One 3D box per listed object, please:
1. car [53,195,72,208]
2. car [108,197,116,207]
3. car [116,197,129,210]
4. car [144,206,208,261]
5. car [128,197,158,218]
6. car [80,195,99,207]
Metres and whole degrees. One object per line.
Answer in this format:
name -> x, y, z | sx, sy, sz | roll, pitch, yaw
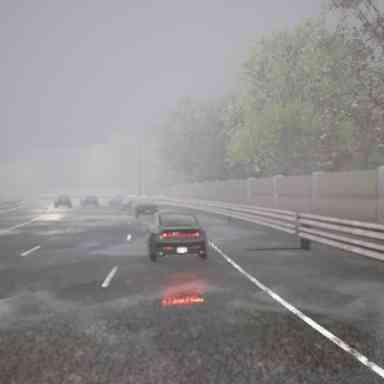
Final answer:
car -> -18.032, 1.213, 46.255 | 2.097, 1.767, 4.553 | 0, 0, -26
car -> -10.369, 1.375, 46.554 | 2.033, 1.411, 5.357 | 0, 0, -26
car -> -7.437, 1.373, 39.624 | 1.812, 1.442, 4.674 | 0, 0, -22
car -> -0.666, 1.450, 12.095 | 1.837, 1.490, 4.892 | 0, 0, -9
car -> -4.139, 1.360, 28.964 | 1.882, 1.535, 5.008 | 0, 0, -15
car -> -14.591, 1.194, 47.193 | 2.097, 1.767, 4.553 | 0, 0, -26
